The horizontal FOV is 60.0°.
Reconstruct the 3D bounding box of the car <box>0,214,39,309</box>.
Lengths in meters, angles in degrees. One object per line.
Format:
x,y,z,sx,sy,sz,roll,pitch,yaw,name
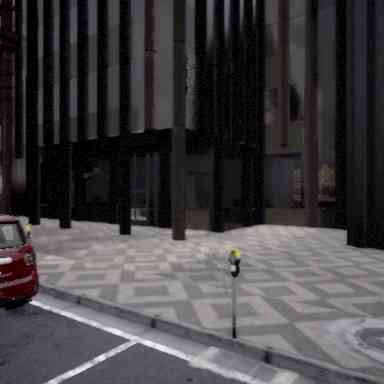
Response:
-5.048,1.325,6.562,5.009,1.841,2.192,0,0,36,car
